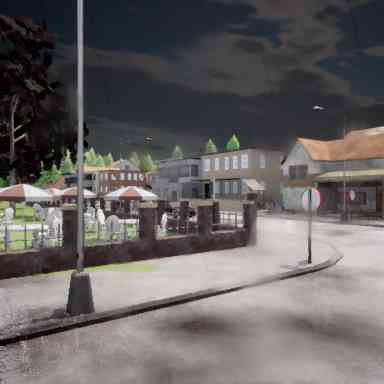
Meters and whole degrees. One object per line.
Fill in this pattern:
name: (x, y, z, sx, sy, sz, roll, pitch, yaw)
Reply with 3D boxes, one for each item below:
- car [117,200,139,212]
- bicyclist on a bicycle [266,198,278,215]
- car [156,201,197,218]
car: (-7.651, 1.352, 38.437, 2.097, 1.767, 4.553, 0, 0, -35)
bicyclist on a bicycle: (7.603, 1.349, 31.457, 1.656, 1.620, 0.582, 0, 0, -35)
car: (-1.769, 1.547, 30.146, 2.033, 1.411, 5.357, 0, 0, -35)
